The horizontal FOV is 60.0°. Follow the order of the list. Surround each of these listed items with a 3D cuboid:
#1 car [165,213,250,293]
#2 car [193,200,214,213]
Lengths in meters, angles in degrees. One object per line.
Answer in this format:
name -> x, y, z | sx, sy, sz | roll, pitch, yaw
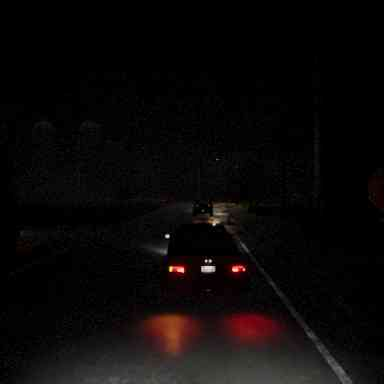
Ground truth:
car -> 0.235, 1.546, 8.983 | 2.033, 1.411, 5.357 | 0, 0, -2
car -> 1.093, 1.487, 32.779 | 2.128, 1.511, 4.902 | 0, 0, 2
